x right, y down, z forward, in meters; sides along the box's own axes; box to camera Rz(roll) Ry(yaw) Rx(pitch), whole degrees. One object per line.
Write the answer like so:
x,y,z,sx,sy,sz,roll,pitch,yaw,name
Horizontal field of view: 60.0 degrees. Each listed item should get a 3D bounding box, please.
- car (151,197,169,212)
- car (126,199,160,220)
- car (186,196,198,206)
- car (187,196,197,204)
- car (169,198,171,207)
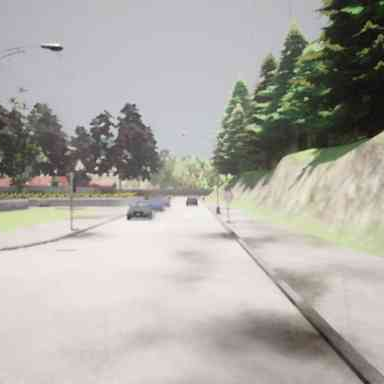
-4.062,1.412,37.365,1.882,1.535,5.008,0,0,1,car
-4.093,1.516,27.362,1.994,1.385,4.181,0,0,0,car
0.005,1.400,51.999,2.128,1.511,4.902,0,0,0,car
0.006,1.416,62.359,1.812,1.442,4.674,0,0,0,car
-3.995,1.408,47.457,2.128,1.511,4.902,0,0,0,car
